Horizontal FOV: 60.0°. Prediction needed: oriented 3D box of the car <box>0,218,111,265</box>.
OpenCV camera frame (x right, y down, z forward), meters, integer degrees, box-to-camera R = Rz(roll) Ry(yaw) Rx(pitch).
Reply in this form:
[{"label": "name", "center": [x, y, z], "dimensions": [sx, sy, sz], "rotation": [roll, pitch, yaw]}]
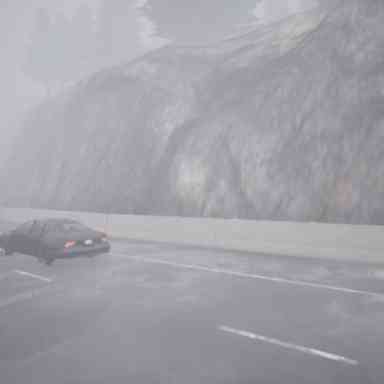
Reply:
[{"label": "car", "center": [-5.236, 1.669, 12.213], "dimensions": [5.357, 1.411, 2.033], "rotation": [-1, 0, 40]}]
